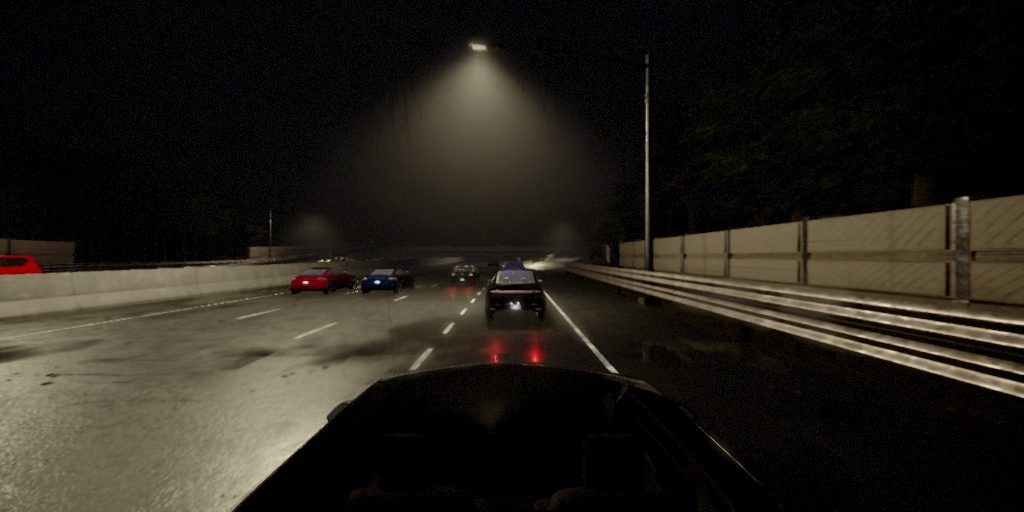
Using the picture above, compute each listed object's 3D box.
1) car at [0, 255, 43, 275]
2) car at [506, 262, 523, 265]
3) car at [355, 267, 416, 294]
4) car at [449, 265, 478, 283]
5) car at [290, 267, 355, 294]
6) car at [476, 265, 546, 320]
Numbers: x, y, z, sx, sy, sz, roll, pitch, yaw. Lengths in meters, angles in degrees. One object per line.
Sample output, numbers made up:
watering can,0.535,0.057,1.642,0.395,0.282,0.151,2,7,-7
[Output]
car,-28.052,0.967,18.221,2.150,2.045,5.566,0,0,0
car,0.202,1.216,30.849,1.882,1.535,5.008,0,0,1
car,-6.869,1.307,20.321,1.994,1.385,4.181,0,0,0
car,-3.441,1.341,27.252,1.895,1.301,4.718,0,0,0
car,-10.369,1.307,20.034,1.994,1.385,4.181,0,0,0
car,0.111,1.238,12.596,2.128,1.511,4.902,0,0,0
